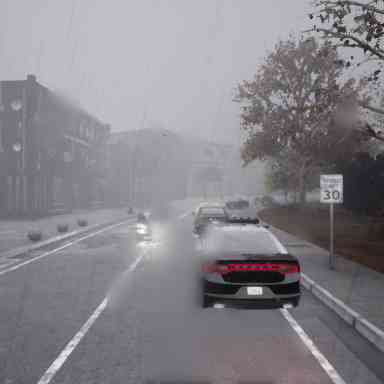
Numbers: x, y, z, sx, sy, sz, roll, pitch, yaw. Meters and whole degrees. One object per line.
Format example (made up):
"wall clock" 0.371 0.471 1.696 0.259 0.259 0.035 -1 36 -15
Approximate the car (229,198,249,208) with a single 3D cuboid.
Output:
"car" 6.399 1.518 46.160 1.895 1.301 4.718 0 0 28

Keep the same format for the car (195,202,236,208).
"car" 1.043 1.510 17.925 1.837 1.490 4.892 0 0 1

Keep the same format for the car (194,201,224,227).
"car" 1.262 1.481 23.772 1.882 1.535 5.008 0 0 4

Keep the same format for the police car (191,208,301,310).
"police car" 1.034 1.427 8.079 1.930 1.638 5.238 0 0 0

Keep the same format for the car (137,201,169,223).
"car" -2.956 1.500 26.156 2.128 1.511 4.902 0 0 5

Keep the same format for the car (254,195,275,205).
"car" 12.050 1.290 55.318 1.837 1.490 4.892 -1 1 40
